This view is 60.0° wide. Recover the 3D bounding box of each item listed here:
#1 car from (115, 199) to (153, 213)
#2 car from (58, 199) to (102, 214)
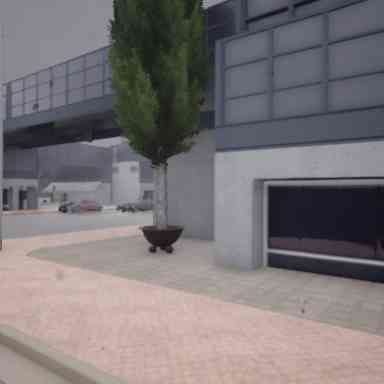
[{"bbox_3d":[-5.353,1.403,34.445,2.033,1.411,5.357,0,0,36],"label":"car"},{"bbox_3d":[-10.918,1.399,32.701,1.994,1.385,4.181,0,0,36],"label":"car"}]
